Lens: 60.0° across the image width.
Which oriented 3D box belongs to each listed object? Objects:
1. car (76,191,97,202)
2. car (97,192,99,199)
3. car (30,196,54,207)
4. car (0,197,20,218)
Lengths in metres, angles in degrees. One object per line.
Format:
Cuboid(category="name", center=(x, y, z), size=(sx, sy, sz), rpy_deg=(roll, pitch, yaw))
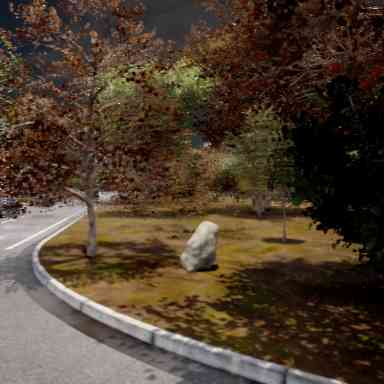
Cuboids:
Cuboid(category="car", center=(-15.579, 0.662, 48.311), size=(2.128, 1.511, 4.902), rpy_deg=(0, 1, -11))
Cuboid(category="car", center=(-17.578, 0.402, 58.522), size=(2.097, 1.767, 4.553), rpy_deg=(0, 0, -11))
Cuboid(category="car", center=(-17.331, 0.881, 38.698), size=(2.033, 1.411, 5.357), rpy_deg=(0, 1, -11))
Cuboid(category="car", center=(-14.757, 1.112, 25.439), size=(2.128, 1.511, 4.902), rpy_deg=(0, 1, -11))
